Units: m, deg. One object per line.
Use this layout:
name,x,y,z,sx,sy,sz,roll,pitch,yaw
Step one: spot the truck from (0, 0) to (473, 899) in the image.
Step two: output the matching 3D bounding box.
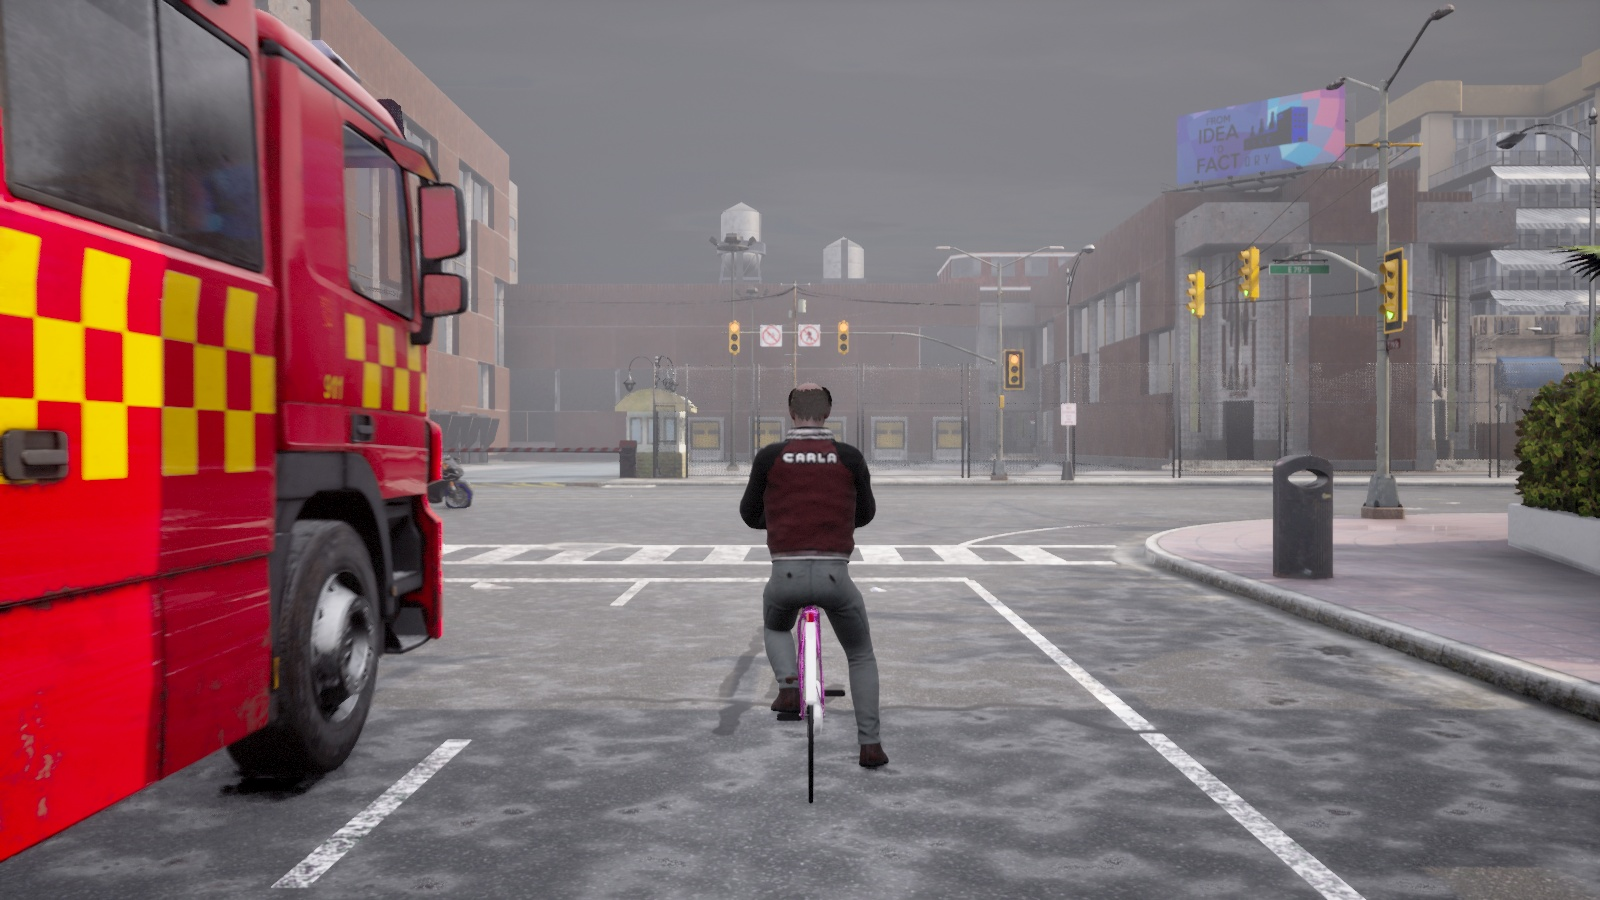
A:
truck,-3.470,-0.441,3.465,2.891,3.827,8.468,0,0,0

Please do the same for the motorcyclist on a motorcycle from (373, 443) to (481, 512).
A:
motorcyclist on a motorcycle,-8.418,0.611,28.400,2.191,1.530,0.866,0,0,1

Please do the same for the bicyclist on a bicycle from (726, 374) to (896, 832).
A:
bicyclist on a bicycle,0.044,0.584,5.787,0.659,1.776,1.843,0,1,0
